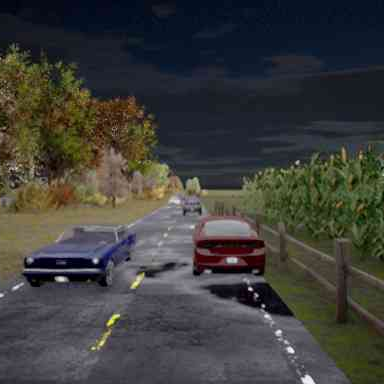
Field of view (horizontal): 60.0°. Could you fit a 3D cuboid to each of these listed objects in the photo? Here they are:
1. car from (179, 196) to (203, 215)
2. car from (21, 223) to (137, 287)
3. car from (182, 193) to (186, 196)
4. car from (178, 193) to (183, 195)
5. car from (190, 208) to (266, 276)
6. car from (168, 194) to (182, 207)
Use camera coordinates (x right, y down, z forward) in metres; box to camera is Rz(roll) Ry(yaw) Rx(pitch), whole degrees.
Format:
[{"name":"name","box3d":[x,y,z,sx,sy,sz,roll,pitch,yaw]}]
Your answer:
[{"name":"car","box3d":[0.049,1.500,34.348,2.128,1.511,4.902,0,0,0]},{"name":"car","box3d":[-2.853,1.601,9.474,1.895,1.301,4.718,0,0,0]},{"name":"car","box3d":[0.048,1.363,47.680,2.097,1.767,4.553,0,0,1]},{"name":"car","box3d":[-2.762,1.252,85.069,2.150,2.045,5.566,0,0,0]},{"name":"car","box3d":[0.962,1.479,10.405,1.882,1.535,5.008,0,0,0]},{"name":"car","box3d":[-2.842,1.539,53.165,1.812,1.442,4.674,0,0,0]}]
